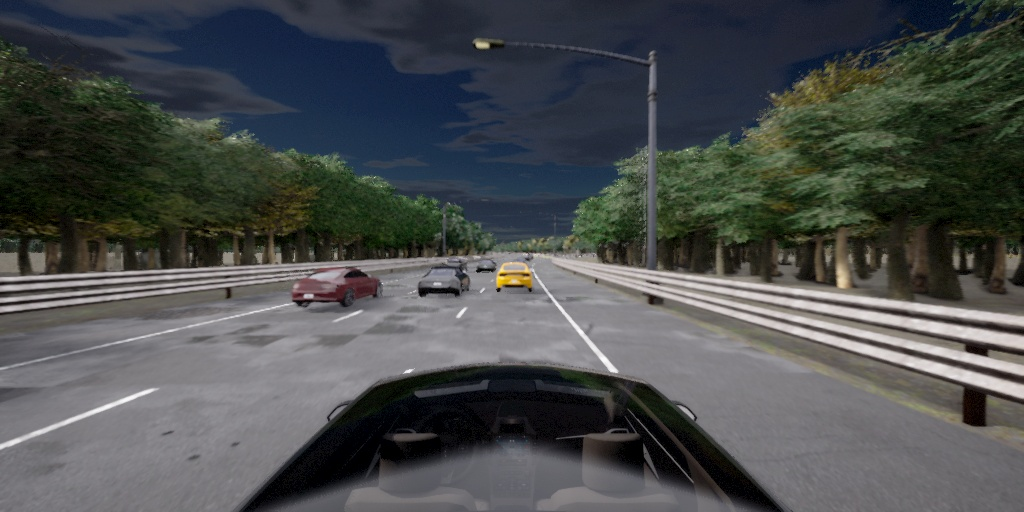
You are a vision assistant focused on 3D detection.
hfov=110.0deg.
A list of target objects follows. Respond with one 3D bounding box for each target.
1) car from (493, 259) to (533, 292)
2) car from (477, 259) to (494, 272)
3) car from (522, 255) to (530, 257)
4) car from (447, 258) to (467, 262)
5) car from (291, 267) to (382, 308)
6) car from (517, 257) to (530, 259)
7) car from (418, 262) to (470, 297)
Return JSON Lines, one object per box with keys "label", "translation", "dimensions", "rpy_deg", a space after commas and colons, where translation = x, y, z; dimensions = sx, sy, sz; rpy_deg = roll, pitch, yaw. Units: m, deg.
{"label": "car", "translation": [0.163, 1.117, 20.582], "dimensions": [1.882, 1.535, 5.008], "rpy_deg": [0, 0, 1]}
{"label": "car", "translation": [-2.725, 1.058, 39.882], "dimensions": [1.994, 1.385, 4.181], "rpy_deg": [0, 0, 2]}
{"label": "car", "translation": [1.423, 0.943, 56.189], "dimensions": [2.033, 1.411, 5.357], "rpy_deg": [0, 0, 3]}
{"label": "car", "translation": [-6.219, 0.966, 40.283], "dimensions": [2.128, 1.511, 4.902], "rpy_deg": [0, 0, 2]}
{"label": "car", "translation": [-6.839, 1.171, 14.416], "dimensions": [1.812, 1.442, 4.674], "rpy_deg": [0, 0, 1]}
{"label": "car", "translation": [0.682, 1.079, 39.725], "dimensions": [1.994, 1.385, 4.181], "rpy_deg": [0, 0, 2]}
{"label": "car", "translation": [-3.284, 1.204, 17.967], "dimensions": [1.994, 1.385, 4.181], "rpy_deg": [0, 0, 1]}
